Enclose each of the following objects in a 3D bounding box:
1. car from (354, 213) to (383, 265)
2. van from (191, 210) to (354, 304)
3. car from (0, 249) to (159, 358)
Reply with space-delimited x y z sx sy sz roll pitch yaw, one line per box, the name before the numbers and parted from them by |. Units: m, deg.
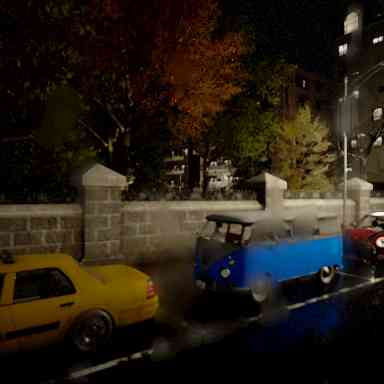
car | 6.453 1.442 11.163 4.097 1.590 1.967 0 1 -36
van | 1.887 1.343 7.899 3.998 1.788 1.690 0 1 -36
car | -2.820 1.526 4.538 4.829 1.417 1.752 0 1 -36
